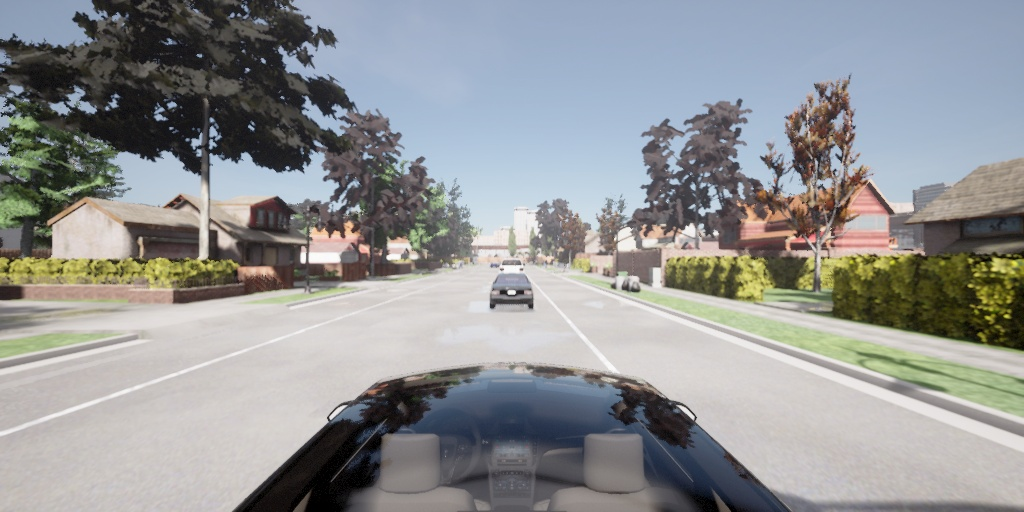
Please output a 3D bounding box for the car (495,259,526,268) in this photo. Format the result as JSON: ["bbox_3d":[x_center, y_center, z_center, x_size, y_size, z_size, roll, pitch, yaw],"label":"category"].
[{"bbox_3d":[-0.023,1.237,30.866,2.150,2.045,5.566,0,0,0],"label":"car"}]

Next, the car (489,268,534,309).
[{"bbox_3d":[-0.010,1.428,15.837,2.033,1.411,5.357,0,-1,0],"label":"car"}]
